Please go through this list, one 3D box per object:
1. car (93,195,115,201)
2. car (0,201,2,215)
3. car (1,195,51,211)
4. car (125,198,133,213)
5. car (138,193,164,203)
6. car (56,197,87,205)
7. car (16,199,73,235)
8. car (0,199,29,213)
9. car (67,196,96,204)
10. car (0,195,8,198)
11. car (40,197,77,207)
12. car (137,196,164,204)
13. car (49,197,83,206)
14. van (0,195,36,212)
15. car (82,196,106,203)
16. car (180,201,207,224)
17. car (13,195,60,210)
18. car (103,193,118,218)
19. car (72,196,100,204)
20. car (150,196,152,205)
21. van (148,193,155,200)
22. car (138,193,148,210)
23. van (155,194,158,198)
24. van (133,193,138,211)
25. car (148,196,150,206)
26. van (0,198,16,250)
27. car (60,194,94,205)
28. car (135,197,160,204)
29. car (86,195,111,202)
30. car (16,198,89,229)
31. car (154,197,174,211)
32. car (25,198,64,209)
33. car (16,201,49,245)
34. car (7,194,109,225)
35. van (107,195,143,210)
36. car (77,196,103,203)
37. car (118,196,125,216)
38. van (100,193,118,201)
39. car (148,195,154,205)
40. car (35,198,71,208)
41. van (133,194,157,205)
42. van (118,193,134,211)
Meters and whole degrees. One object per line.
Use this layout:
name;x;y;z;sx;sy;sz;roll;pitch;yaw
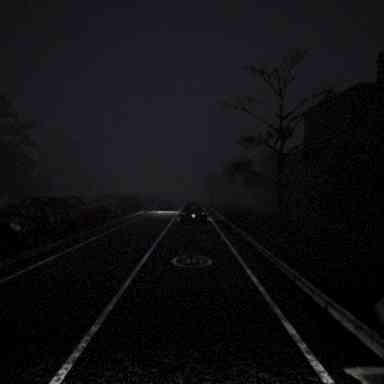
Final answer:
car;-22.016;1.590;83.201;4.792;1.488;2.163;0;0;0
car;-21.969;1.637;33.232;4.792;1.488;2.163;0;0;0
car;-22.037;1.401;44.336;5.566;2.045;2.435;0;0;0
car;-8.912;1.609;33.725;4.892;1.521;2.231;0;0;0
car;-8.928;1.347;72.980;5.566;2.045;2.435;0;0;0
car;-22.018;1.647;60.997;4.892;1.521;2.231;0;0;0
car;-8.871;1.415;16.906;4.553;1.767;2.185;0;0;0
car;-22.189;1.627;38.784;5.366;1.575;1.946;0;0;0
car;-22.035;1.624;66.547;5.008;1.535;2.097;0;0;0
car;-22.029;1.367;36.009;5.566;2.045;2.435;0;0;0
car;-22.203;1.657;55.442;5.366;1.575;1.946;0;0;0
car;-8.768;1.606;70.178;5.366;1.575;1.946;0;0;0
car;-22.016;1.654;58.219;5.008;1.535;2.097;0;0;0
van;-22.122;1.415;41.559;4.442;1.987;1.878;0;0;0
car;-22.067;1.622;74.874;4.792;1.488;2.163;0;0;0
car;0.110;1.660;25.462;1.994;1.385;4.181;0;0;0
car;-21.982;1.407;47.112;5.566;2.045;2.435;0;0;0
car;-8.882;1.323;25.317;5.566;2.045;2.435;0;0;0
car;-22.037;1.613;69.323;5.008;1.535;2.097;0;0;0
car;-8.932;1.702;50.548;4.674;1.452;2.002;0;0;0
van;-9.056;1.431;56.158;4.442;1.987;1.878;0;0;0
car;-8.898;1.390;42.137;5.566;2.045;2.435;0;0;0
van;-8.826;1.425;58.960;4.442;1.987;1.878;0;0;0
van;-9.040;1.405;39.333;4.442;1.987;1.878;0;0;0
car;-8.938;1.658;47.745;4.892;1.521;2.231;0;0;0
van;-8.780;1.292;11.300;4.442;1.987;1.878;0;0;0
car;-21.998;1.384;63.770;5.566;2.045;2.435;0;0;0
car;-8.953;1.660;67.375;4.674;1.452;2.002;0;0;0
car;-21.854;1.579;77.649;5.366;1.575;1.946;0;0;0
car;-8.873;1.426;19.710;4.553;1.767;2.185;0;0;0
car;-3.320;1.704;42.908;1.994;1.385;4.181;0;0;0
car;-22.042;1.692;49.887;4.792;1.488;2.163;0;0;0
car;-8.930;1.404;14.103;4.553;1.767;2.185;0;0;0
car;-8.879;1.312;22.513;5.566;2.045;2.435;0;0;0
van;-9.046;1.427;44.938;4.442;1.987;1.878;0;0;0
car;-22.041;1.604;72.099;4.892;1.521;2.231;0;0;0
car;-8.947;1.471;30.923;4.553;1.767;2.185;0;0;0
van;-22.167;1.313;88.750;4.442;1.987;1.878;0;0;0
car;-8.966;1.692;53.356;4.792;1.488;2.163;0;0;0
car;-21.987;1.695;52.670;4.792;1.488;2.163;0;0;0
van;-9.065;1.405;64.570;4.442;1.987;1.878;0;0;0
van;-9.038;1.393;36.530;4.442;1.987;1.878;0;0;0
